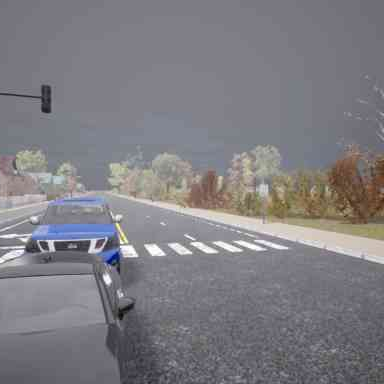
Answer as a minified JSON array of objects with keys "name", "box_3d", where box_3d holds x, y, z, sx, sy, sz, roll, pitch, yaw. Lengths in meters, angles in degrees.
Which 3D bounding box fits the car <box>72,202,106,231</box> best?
[{"name":"car","box_3d":[-6.650,1.468,21.737,1.882,1.535,5.008,0,0,-16]}]

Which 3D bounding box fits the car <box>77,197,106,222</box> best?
[{"name":"car","box_3d":[-8.239,1.338,27.462,2.097,1.767,4.553,0,0,-16]}]

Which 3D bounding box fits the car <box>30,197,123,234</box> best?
[{"name":"car","box_3d":[-3.363,1.218,9.936,2.150,2.045,5.566,0,0,-16]}]

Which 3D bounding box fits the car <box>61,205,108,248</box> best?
[{"name":"car","box_3d":[-5.052,1.499,15.999,1.837,1.490,4.892,0,0,-16]}]

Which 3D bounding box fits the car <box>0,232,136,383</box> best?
[{"name":"car","box_3d":[-1.693,1.524,3.855,1.812,1.442,4.674,0,0,-13]}]
